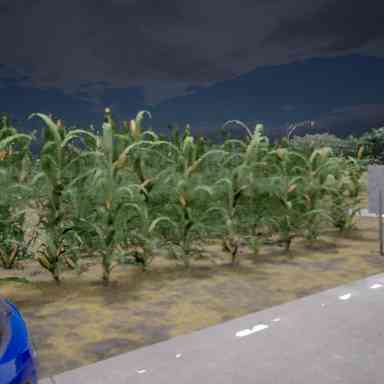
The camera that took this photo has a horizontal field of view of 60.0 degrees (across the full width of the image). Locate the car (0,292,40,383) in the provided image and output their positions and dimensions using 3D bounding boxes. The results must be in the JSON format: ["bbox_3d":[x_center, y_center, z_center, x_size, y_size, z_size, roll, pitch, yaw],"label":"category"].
[{"bbox_3d":[-3.300,1.246,0.702,5.566,2.045,2.150,0,0,-35],"label":"car"}]
